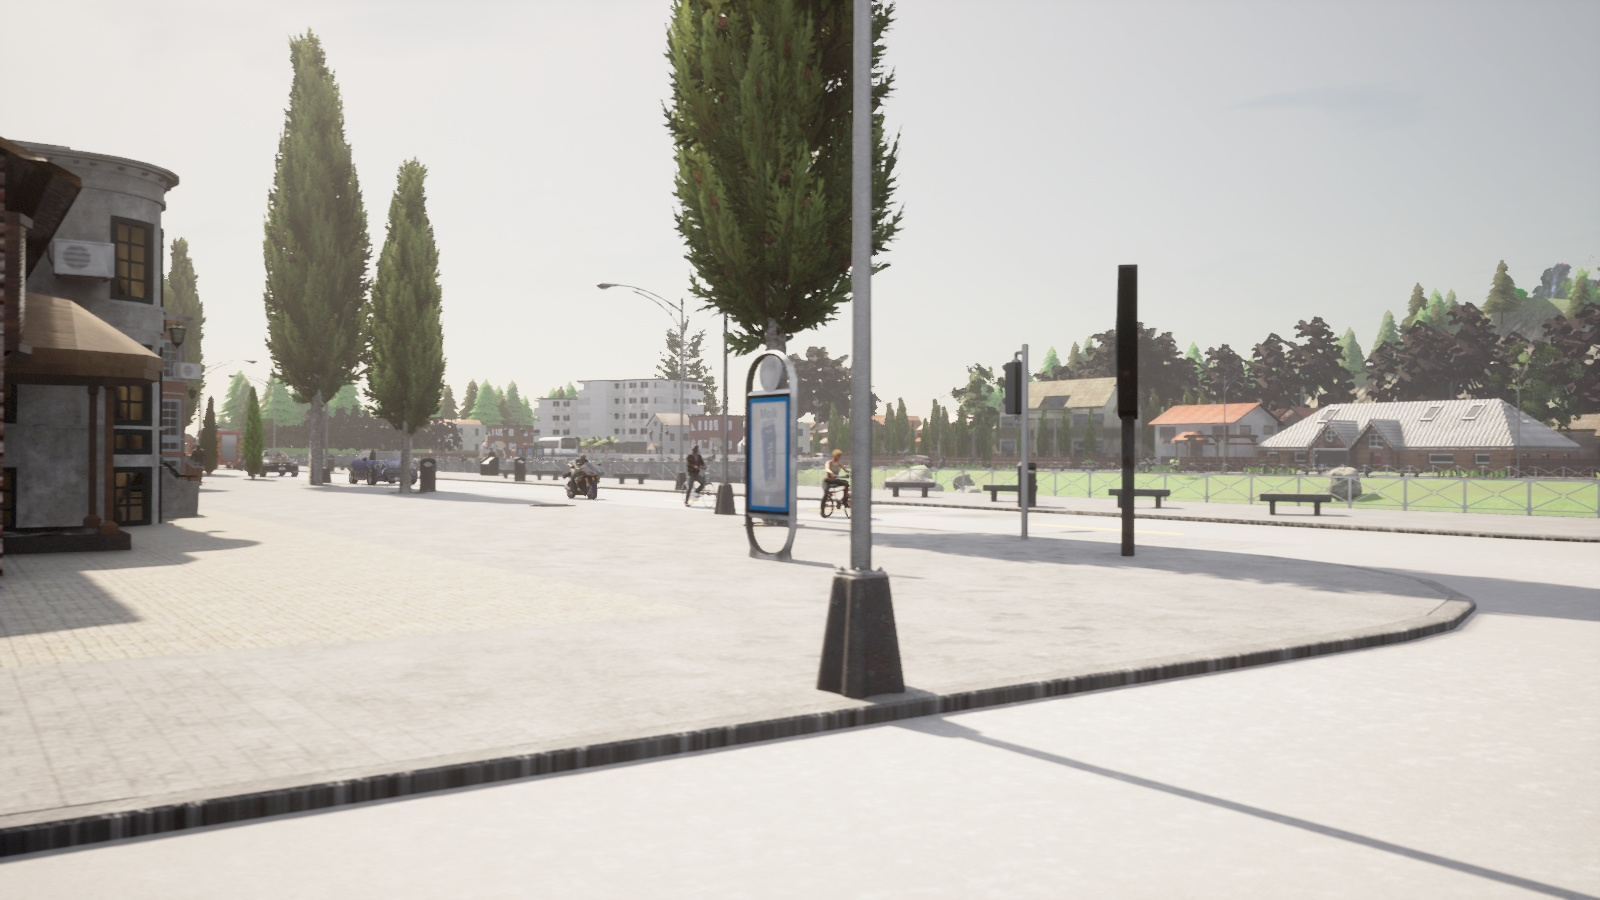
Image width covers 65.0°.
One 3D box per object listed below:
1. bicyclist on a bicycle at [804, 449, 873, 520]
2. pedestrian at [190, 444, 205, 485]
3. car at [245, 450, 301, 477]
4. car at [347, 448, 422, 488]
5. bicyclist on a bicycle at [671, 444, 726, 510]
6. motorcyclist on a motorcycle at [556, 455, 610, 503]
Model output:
[{"bbox_3d":[0.891,0.782,29.363,0.866,1.612,1.509,0,0,-35],"label":"bicyclist on a bicycle"},{"bbox_3d":[-28.117,0.678,58.587,0.563,1.883,0.849,0,0,-21],"label":"pedestrian"},{"bbox_3d":[-32.419,0.812,77.158,2.152,1.651,5.027,0,0,-35],"label":"car"},{"bbox_3d":[-19.400,0.818,58.478,2.097,1.767,4.553,0,0,-35],"label":"car"},{"bbox_3d":[-2.818,0.737,34.685,0.659,1.776,1.843,0,0,-35],"label":"bicyclist on a bicycle"},{"bbox_3d":[-7.069,0.926,40.785,0.866,1.530,2.191,0,0,-35],"label":"motorcyclist on a motorcycle"}]
